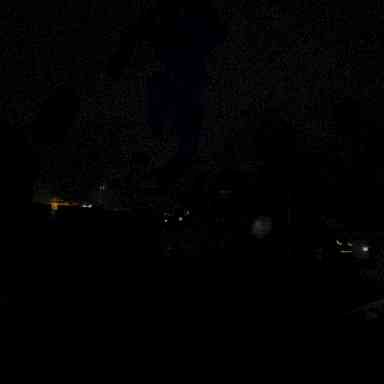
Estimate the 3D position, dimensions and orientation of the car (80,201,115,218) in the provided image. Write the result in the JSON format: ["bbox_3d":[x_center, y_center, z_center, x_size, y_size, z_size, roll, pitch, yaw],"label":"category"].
[{"bbox_3d":[-9.313,1.852,33.187,1.895,1.301,4.718,0,0,-35],"label":"car"}]

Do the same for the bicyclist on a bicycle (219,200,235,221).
[{"bbox_3d":[2.764,1.447,26.185,1.656,1.620,0.582,0,0,-35],"label":"bicyclist on a bicycle"}]

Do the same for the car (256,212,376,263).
[{"bbox_3d":[4.360,1.558,12.512,1.837,1.490,4.892,0,-1,-25],"label":"car"}]

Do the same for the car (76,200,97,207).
[{"bbox_3d":[-13.401,1.841,44.014,1.837,1.490,4.892,0,0,-35],"label":"car"}]

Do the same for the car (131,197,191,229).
[{"bbox_3d":[-2.346,1.377,23.255,2.150,2.045,5.566,0,0,-36],"label":"car"}]

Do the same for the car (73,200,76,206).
[{"bbox_3d":[-19.373,1.961,52.426,2.033,1.411,5.357,0,0,-35],"label":"car"}]

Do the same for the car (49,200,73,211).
[{"bbox_3d":[-18.681,1.863,46.660,1.882,1.535,5.008,0,-1,-35],"label":"car"}]
